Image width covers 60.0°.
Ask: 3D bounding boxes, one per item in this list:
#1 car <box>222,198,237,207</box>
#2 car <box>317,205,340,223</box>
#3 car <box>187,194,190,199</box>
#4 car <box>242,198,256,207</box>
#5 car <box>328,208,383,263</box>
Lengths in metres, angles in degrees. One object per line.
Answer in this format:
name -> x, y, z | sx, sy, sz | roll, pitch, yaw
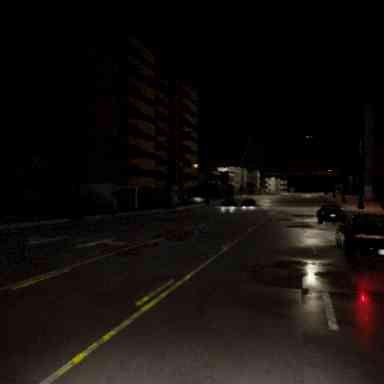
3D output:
car -> 6.592, 1.758, 58.545 | 1.837, 1.490, 4.892 | 0, 1, 19
car -> 11.009, 1.709, 26.427 | 1.994, 1.385, 4.181 | 0, 0, 19
car -> -1.923, 1.023, 82.347 | 1.970, 1.475, 3.806 | 0, 2, 18
car -> 9.890, 1.802, 57.357 | 2.033, 1.411, 5.357 | 0, 0, 19
car -> 6.309, 1.541, 11.914 | 2.128, 1.511, 4.902 | 0, 0, 19
